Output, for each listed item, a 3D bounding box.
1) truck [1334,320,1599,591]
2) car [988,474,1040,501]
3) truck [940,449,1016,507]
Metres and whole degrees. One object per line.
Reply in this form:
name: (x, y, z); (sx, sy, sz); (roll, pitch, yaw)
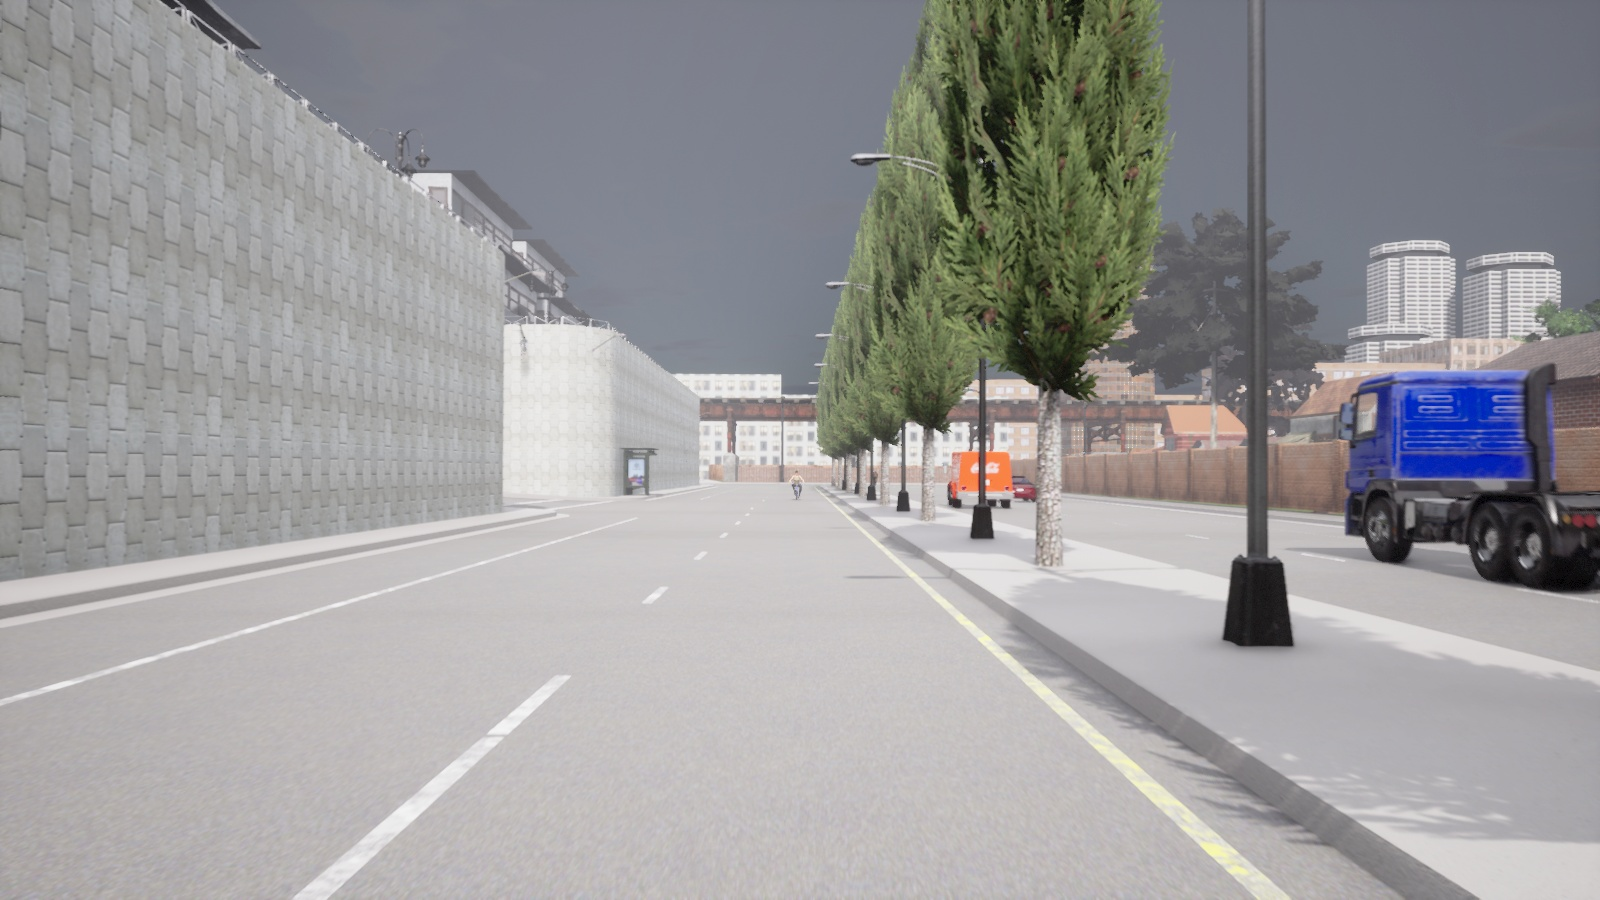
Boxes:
truck: (11.461, 0.124, 19.954); (2.891, 3.462, 7.936); (0, -1, 3)
car: (11.338, 1.961, 66.783); (1.994, 1.385, 4.181); (0, -1, 0)
truck: (7.862, 1.242, 55.965); (2.627, 2.467, 5.204); (0, -1, 0)
